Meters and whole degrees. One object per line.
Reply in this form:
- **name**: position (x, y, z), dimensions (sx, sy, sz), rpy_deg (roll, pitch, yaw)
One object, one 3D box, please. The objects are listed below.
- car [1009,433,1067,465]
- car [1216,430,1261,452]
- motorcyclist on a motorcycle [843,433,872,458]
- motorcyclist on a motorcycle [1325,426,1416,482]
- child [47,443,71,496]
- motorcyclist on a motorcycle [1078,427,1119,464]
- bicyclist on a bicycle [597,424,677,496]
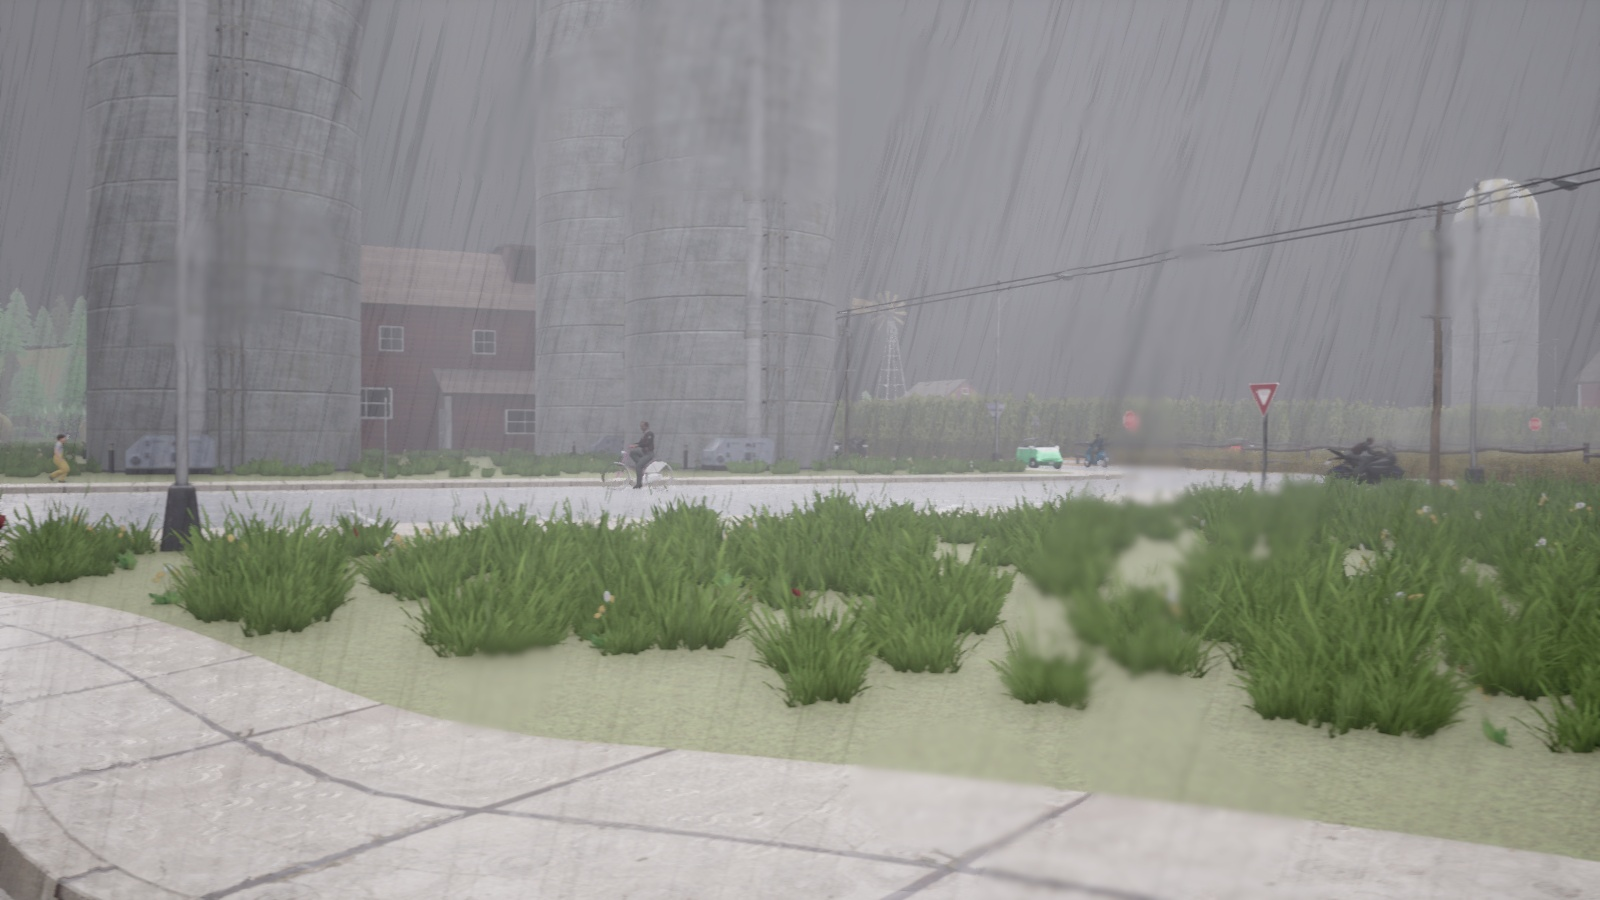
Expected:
- **car**: position (10.377, -0.055, 54.843), dimensions (1.481, 1.376, 2.207), rpy_deg (-1, 1, -25)
- **car**: position (27.298, -0.559, 78.205), dimensions (2.207, 1.376, 1.481), rpy_deg (-1, 1, -25)
- **motorcyclist on a motorcycle**: position (3.563, -0.298, 77.531), dimensions (0.866, 1.530, 2.191), rpy_deg (-1, 1, -25)
- **motorcyclist on a motorcycle**: position (16.220, 0.113, 35.766), dimensions (2.191, 1.530, 0.866), rpy_deg (-1, 3, 5)
- **child**: position (-17.859, 0.464, 30.273), dimensions (0.437, 1.263, 0.270), rpy_deg (-1, 1, -24)
- **motorcyclist on a motorcycle**: position (13.420, -0.212, 56.530), dimensions (0.866, 1.590, 1.817), rpy_deg (-1, 1, -25)
- **bicyclist on a bicycle**: position (-4.080, 0.232, 31.410), dimensions (1.843, 1.776, 0.659), rpy_deg (-1, 1, -26)
